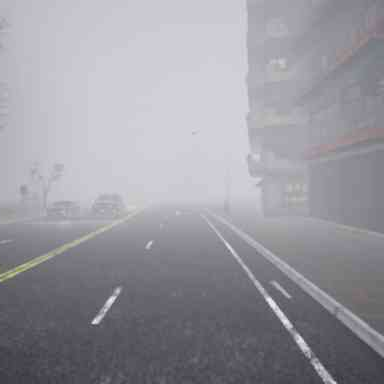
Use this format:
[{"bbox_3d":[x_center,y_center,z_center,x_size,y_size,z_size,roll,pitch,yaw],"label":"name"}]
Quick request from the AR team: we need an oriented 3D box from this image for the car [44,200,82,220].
[{"bbox_3d":[-10.433,1.423,27.251,1.837,1.490,4.892,0,0,-2],"label":"car"}]

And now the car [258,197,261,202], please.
[{"bbox_3d":[12.378,1.129,50.128,4.902,1.511,2.128,-1,0,11],"label":"car"}]

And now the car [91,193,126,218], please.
[{"bbox_3d":[-7.268,1.126,29.427,2.150,2.045,5.566,0,0,-2],"label":"car"}]
